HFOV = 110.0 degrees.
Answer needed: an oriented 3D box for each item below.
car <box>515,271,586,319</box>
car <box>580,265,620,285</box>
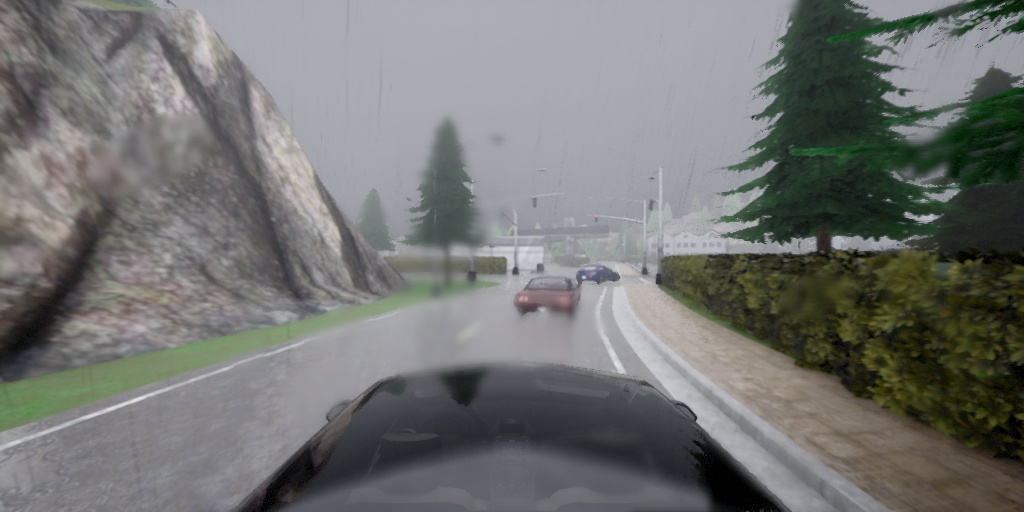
[{"bbox_3d":[1.536,1.402,13.195,1.895,1.301,4.718,0,0,14],"label":"car"},{"bbox_3d":[6.672,1.392,27.781,1.812,1.442,4.674,-1,-1,39],"label":"car"}]
